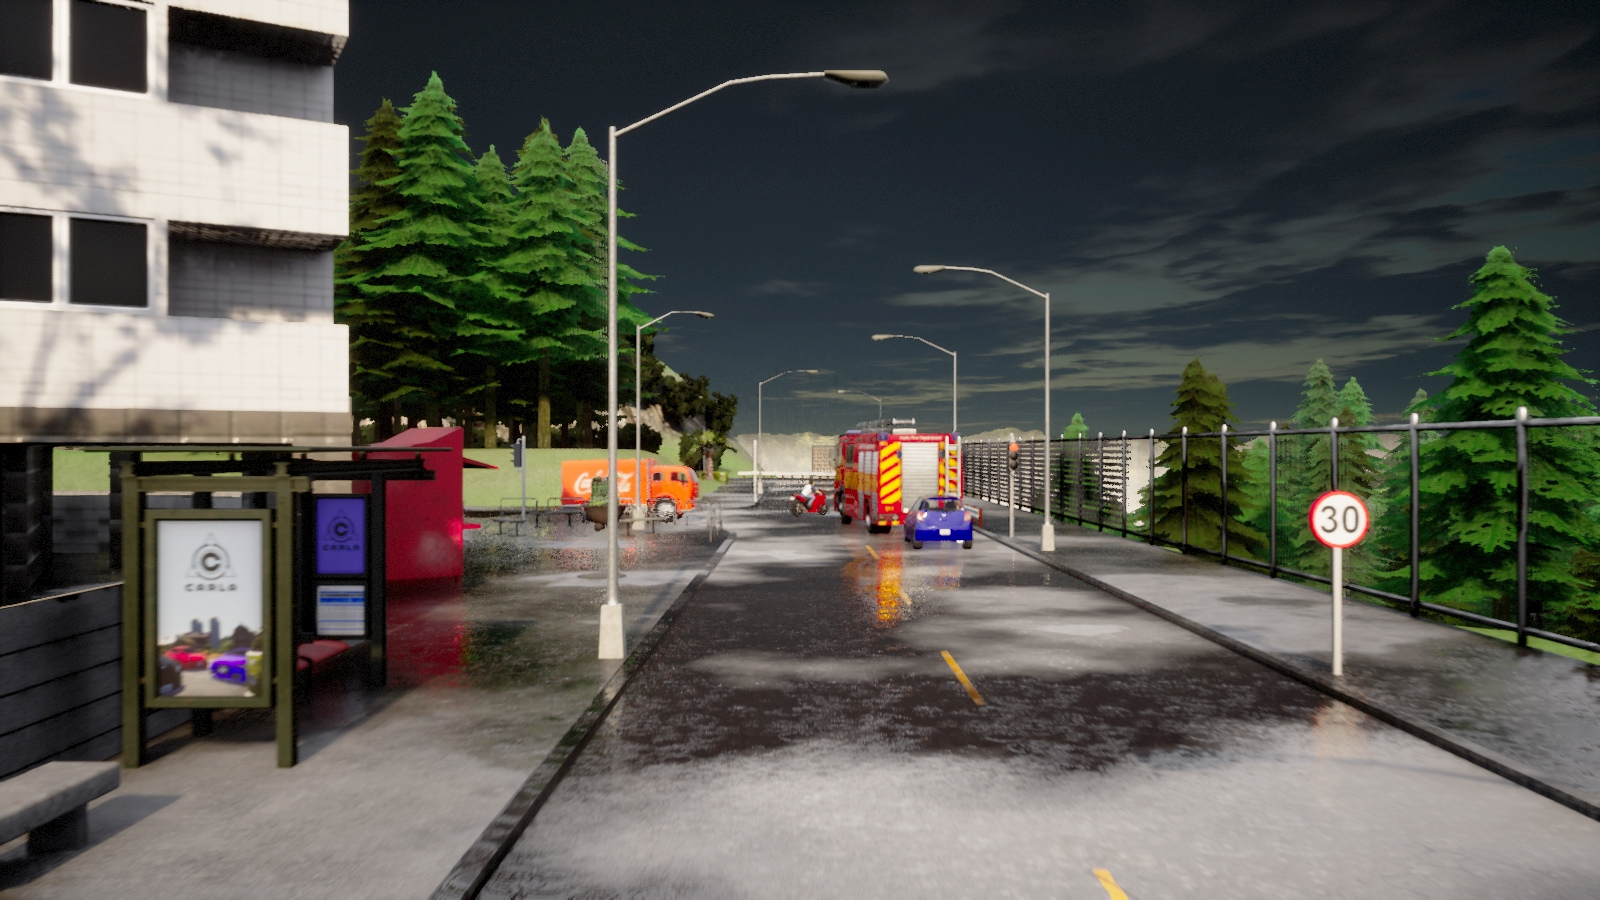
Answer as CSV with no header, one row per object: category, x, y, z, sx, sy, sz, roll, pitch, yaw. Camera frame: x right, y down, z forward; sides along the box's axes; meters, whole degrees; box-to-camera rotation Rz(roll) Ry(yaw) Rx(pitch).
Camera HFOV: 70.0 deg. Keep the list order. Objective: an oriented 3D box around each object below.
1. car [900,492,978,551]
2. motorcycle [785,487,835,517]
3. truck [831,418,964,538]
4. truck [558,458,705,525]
car,3.998,2.038,33.403,1.845,1.501,3.633,0,0,0
motorcycle,0.427,2.186,48.083,2.033,1.199,0.803,0,-1,-39
truck,3.266,0.890,40.911,2.891,3.827,8.468,0,0,-8
truck,-6.519,1.582,44.725,5.204,2.467,2.627,-1,0,4
